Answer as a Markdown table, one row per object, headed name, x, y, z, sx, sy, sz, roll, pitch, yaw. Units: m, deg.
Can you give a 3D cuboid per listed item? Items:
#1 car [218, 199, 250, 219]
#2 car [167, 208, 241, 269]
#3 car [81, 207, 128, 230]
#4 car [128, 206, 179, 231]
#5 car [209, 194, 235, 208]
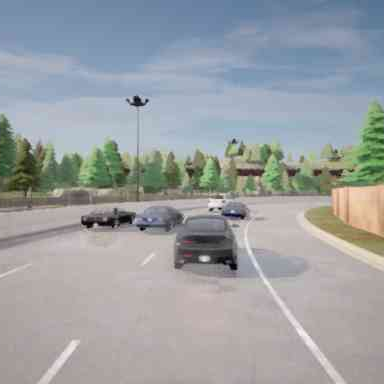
| name | x | y | z | sx | sy | sz | roll | pitch | yaw |
| --- | --- | --- | --- | --- | --- | --- | --- | --- | --- |
| car | 3.868 | 1.571 | 29.085 | 1.994 | 1.385 | 4.181 | 0 | 0 | 16 |
| car | 0.518 | 1.508 | 11.195 | 1.837 | 1.490 | 4.892 | 0 | 0 | 4 |
| car | -5.176 | 1.607 | 21.442 | 1.895 | 1.301 | 4.718 | 0 | 0 | 10 |
| car | -1.826 | 1.553 | 20.477 | 2.033 | 1.411 | 5.357 | 0 | 0 | 10 |
| car | 3.691 | 1.231 | 39.182 | 2.150 | 2.045 | 5.566 | 0 | 0 | 22 |
